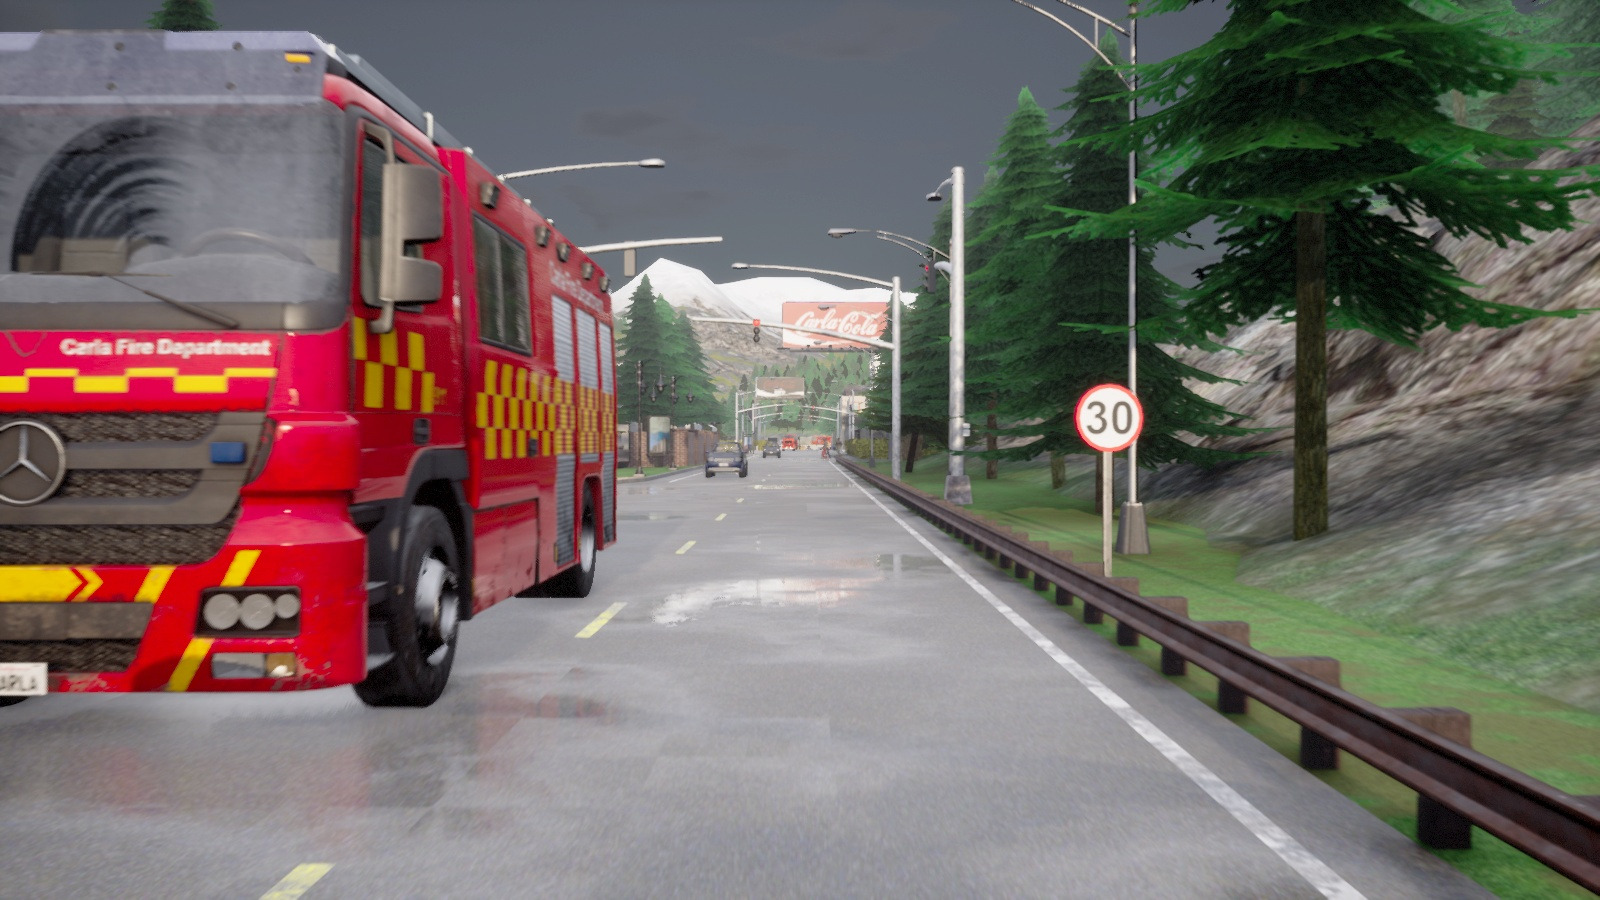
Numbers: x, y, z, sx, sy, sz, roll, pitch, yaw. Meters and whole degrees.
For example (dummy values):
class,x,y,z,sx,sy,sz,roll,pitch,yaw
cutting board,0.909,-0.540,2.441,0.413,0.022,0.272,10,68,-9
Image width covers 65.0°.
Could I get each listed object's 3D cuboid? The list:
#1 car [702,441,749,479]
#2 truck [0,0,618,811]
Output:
class,x,y,z,sx,sy,sz,roll,pitch,yaw
car,-3.175,0.420,54.250,1.789,1.549,3.705,0,0,0
truck,-3.430,-0.473,9.325,2.891,3.827,8.468,0,0,0
